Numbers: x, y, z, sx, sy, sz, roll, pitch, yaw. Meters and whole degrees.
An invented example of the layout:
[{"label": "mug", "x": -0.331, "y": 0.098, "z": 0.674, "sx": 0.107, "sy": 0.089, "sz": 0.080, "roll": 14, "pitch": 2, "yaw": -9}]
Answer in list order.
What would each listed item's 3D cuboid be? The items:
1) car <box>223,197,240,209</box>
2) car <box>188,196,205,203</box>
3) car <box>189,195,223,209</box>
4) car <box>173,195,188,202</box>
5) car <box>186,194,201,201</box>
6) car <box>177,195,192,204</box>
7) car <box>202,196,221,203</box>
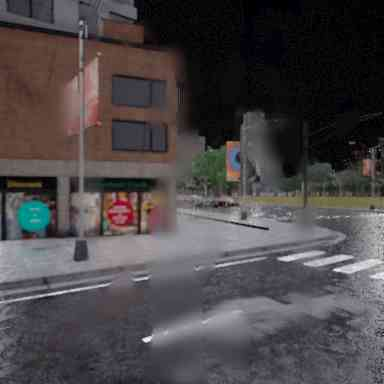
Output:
[{"label": "car", "x": 4.898, "y": 1.454, "z": 46.644, "sx": 1.882, "sy": 1.535, "sz": 5.008, "roll": 0, "pitch": 0, "yaw": -21}, {"label": "car", "x": 0.892, "y": 1.479, "z": 66.229, "sx": 1.812, "sy": 1.442, "sz": 4.674, "roll": 0, "pitch": 0, "yaw": -21}, {"label": "car", "x": 1.854, "y": 1.527, "z": 45.493, "sx": 2.033, "sy": 1.411, "sz": 5.357, "roll": 0, "pitch": 0, "yaw": -21}, {"label": "car", "x": -2.708, "y": 1.348, "z": 75.519, "sx": 1.837, "sy": 1.490, "sz": 4.892, "roll": 0, "pitch": 0, "yaw": -21}, {"label": "car", "x": 0.322, "y": 1.323, "z": 76.693, "sx": 1.882, "sy": 1.535, "sz": 5.008, "roll": 0, "pitch": 0, "yaw": -21}, {"label": "car", "x": -1.794, "y": 1.309, "z": 64.092, "sx": 2.097, "sy": 1.767, "sz": 4.553, "roll": 0, "pitch": 0, "yaw": -21}, {"label": "car", "x": 3.911, "y": 1.551, "z": 67.431, "sx": 1.895, "sy": 1.301, "sz": 4.718, "roll": 0, "pitch": 0, "yaw": -21}]
